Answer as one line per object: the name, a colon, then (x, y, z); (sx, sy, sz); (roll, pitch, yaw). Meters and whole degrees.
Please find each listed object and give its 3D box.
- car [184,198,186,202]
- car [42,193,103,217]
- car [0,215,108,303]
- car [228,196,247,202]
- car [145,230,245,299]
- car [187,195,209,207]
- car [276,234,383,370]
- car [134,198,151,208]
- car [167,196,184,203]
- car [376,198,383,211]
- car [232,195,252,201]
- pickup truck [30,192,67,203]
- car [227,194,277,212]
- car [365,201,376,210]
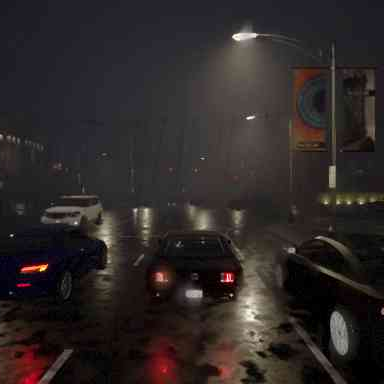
car: (0.630, 1.525, 67.409); (1.812, 1.442, 4.674); (0, 0, 25)
car: (-7.099, 1.221, 20.363); (2.150, 2.045, 5.566); (0, 0, 0)
car: (-3.434, 1.526, 8.052); (1.812, 1.442, 4.674); (0, 0, 0)
car: (10.421, 1.595, 75.999); (4.718, 1.301, 1.895); (0, 0, -43)
car: (0.069, 1.601, 8.375); (1.895, 1.301, 4.718); (0, 0, 1)
car: (0.856, 1.526, 52.057); (1.812, 1.442, 4.674); (0, 0, -11)
car: (2.904, 1.480, 5.910); (2.097, 1.535, 5.008); (0, 0, 0)
car: (-6.948, 1.526, 46.870); (1.812, 1.442, 4.674); (0, 0, 2)
car: (-3.089, 1.548, 68.308); (2.033, 1.411, 5.357); (0, 0, 24)
car: (23.546, 1.503, 36.636); (4.892, 1.490, 1.837); (0, 0, 0)
car: (13.046, 1.540, 87.121); (5.357, 1.411, 2.033); (0, 0, -37)
pickup truck: (-28.564, 1.090, 66.395); (6.274, 2.098, 2.390); (0, 0, 0)
car: (6.791, 1.223, 37.918); (5.566, 2.045, 2.150); (0, 1, 19)
car: (23.494, 1.491, 40.136); (4.902, 1.511, 2.128); (0, 0, 0)
